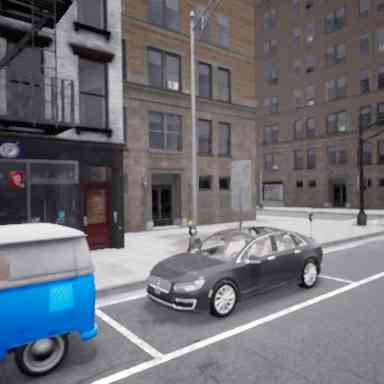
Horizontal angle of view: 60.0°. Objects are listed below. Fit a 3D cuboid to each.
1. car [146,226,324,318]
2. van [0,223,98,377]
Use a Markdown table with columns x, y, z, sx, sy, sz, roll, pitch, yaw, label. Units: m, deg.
| x | y | z | sx | sy | sz | roll | pitch | yaw | label |
| --- | --- | --- | --- | --- | --- | --- | --- | --- | --- |
| 1.116 | 1.470 | 7.180 | 4.403 | 1.369 | 2.008 | -1 | 1 | -38 | car |
| -3.151 | 1.353 | 3.856 | 3.998 | 1.788 | 1.690 | -1 | 1 | -38 | van |
